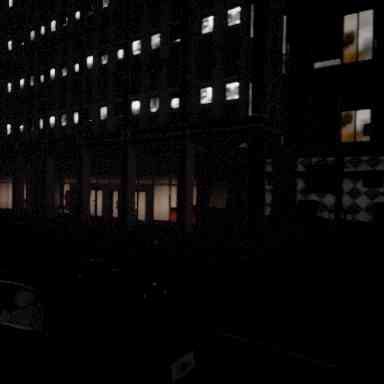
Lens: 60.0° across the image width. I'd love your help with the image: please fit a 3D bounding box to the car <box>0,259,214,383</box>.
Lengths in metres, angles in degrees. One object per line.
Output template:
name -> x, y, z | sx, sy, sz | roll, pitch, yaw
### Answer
car -> -1.768, 1.537, 4.123 | 4.313, 1.339, 1.947 | 1, 1, 36
